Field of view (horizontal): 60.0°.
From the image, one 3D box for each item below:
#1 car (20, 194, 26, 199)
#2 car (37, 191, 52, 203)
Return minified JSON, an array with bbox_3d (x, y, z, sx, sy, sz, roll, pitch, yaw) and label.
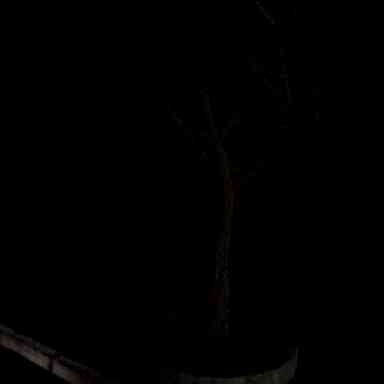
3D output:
[{"bbox_3d":[-19.904,1.213,34.054,1.882,1.535,5.008,1,0,32],"label":"car"},{"bbox_3d":[-19.543,0.921,41.591,2.150,2.045,5.566,1,0,32],"label":"car"}]
